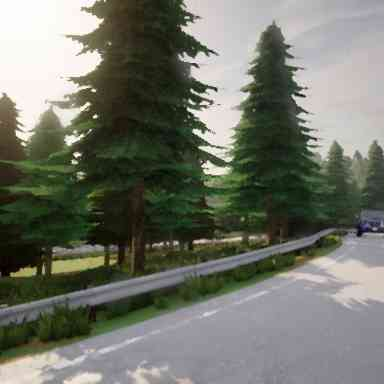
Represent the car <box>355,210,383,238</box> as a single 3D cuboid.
[{"bbox_3d":[13.537,2.361,24.860,2.150,2.045,5.566,0,-5,27],"label":"car"}]
